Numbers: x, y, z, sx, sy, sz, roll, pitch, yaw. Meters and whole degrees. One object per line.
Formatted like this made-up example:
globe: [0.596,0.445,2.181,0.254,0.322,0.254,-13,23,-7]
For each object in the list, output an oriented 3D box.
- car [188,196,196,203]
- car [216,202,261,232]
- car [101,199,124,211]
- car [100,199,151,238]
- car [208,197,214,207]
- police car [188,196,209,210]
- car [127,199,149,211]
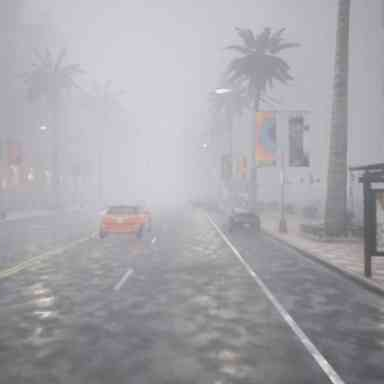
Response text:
car: [0.004,1.726,78.954,2.033,1.411,5.357,0,0,0]
car: [2.981,1.572,20.619,2.231,1.521,4.892,0,0,0]
car: [-10.819,1.716,45.617,1.882,1.535,5.008,0,0,0]
car: [-3.497,1.446,18.272,2.097,1.767,4.553,0,0,0]
car: [3.017,1.844,71.923,2.161,1.482,4.786,0,0,0]
police car: [0.846,1.549,48.341,1.930,1.638,5.238,-8,2,0]
car: [-7.322,1.778,45.651,2.033,1.411,5.357,0,0,0]
